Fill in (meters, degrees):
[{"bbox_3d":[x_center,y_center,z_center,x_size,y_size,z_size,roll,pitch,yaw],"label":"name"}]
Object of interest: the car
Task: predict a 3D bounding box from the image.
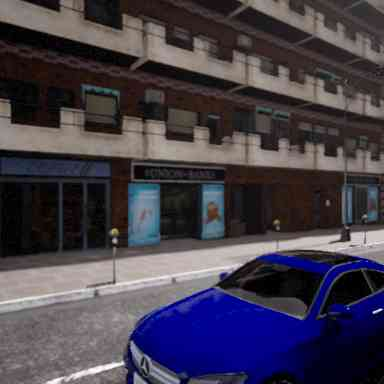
[{"bbox_3d":[1.434,1.568,4.429,4.674,1.442,1.812,1,-1,-36],"label":"car"}]
